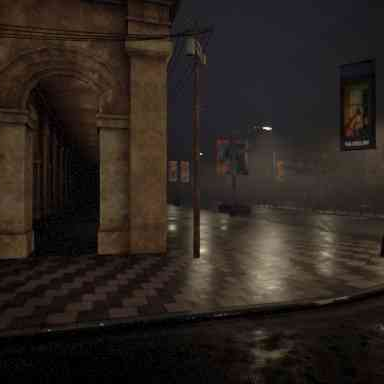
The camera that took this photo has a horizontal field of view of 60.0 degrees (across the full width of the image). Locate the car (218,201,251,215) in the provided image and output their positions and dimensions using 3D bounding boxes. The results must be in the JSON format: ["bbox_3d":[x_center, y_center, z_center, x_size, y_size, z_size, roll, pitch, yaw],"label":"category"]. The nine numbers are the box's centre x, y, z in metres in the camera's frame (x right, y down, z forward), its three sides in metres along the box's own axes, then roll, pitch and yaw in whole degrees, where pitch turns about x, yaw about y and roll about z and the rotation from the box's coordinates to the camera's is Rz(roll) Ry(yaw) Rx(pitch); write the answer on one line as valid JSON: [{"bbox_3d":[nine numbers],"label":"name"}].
[{"bbox_3d":[4.224,1.595,33.572,1.895,1.301,4.718,0,0,-15],"label":"car"}]
